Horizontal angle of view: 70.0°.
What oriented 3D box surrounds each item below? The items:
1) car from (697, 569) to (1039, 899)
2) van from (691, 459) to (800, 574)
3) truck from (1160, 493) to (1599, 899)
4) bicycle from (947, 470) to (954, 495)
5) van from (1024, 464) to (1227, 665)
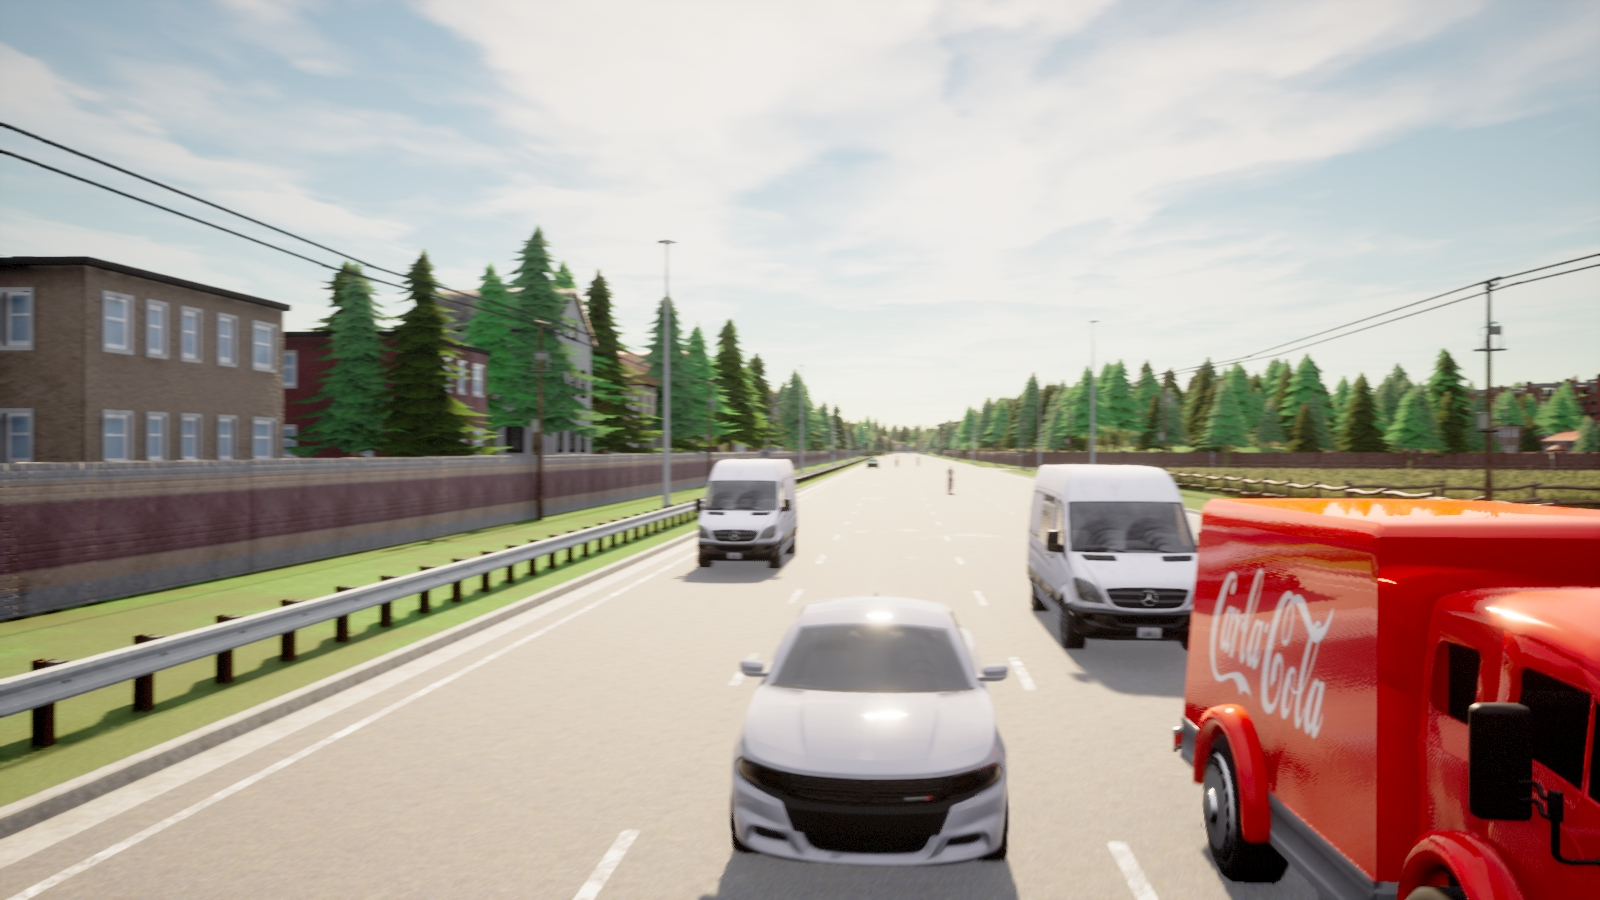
[{"bbox_3d":[0.618,2.031,9.505,2.097,1.535,5.006,0,0,5],"label":"car"},{"bbox_3d":[-1.242,1.522,28.827,1.988,2.561,5.915,0,0,5],"label":"van"},{"bbox_3d":[3.883,1.572,6.216,2.627,2.467,5.204,0,0,5],"label":"truck"},{"bbox_3d":[9.515,2.050,72.254,0.373,1.496,1.643,0,0,5],"label":"bicycle"},{"bbox_3d":[4.856,1.537,17.999,1.988,2.561,5.915,0,0,5],"label":"van"}]
